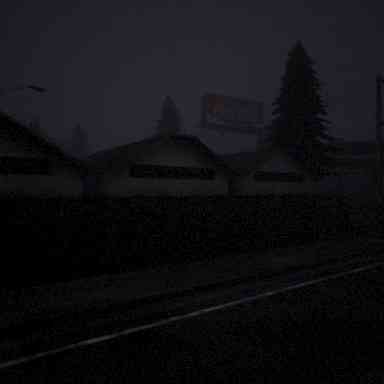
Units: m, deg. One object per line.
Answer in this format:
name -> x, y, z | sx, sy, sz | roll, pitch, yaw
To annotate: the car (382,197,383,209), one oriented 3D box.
car -> 25.075, 1.499, 43.019 | 4.611, 1.667, 2.242 | 0, 0, -37
